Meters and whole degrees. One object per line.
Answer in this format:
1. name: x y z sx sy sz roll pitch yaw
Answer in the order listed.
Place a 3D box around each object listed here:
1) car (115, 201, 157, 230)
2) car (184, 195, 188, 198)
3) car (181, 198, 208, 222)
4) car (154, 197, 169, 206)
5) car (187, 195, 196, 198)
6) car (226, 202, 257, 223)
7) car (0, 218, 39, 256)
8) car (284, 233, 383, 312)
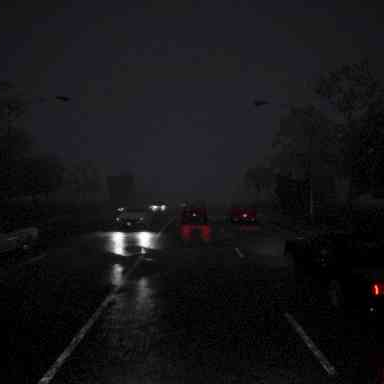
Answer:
1. car: -3.548 1.529 21.142 1.812 1.442 4.674 0 0 1
2. car: -0.318 1.362 62.729 2.097 1.767 4.553 0 0 11
3. car: 0.199 1.482 26.032 1.882 1.535 5.008 0 0 1
4. car: -5.101 1.569 54.753 1.994 1.385 4.181 0 0 8
5. car: 0.917 1.500 42.916 2.128 1.511 4.902 0 0 4
6. car: 3.692 1.483 25.509 1.882 1.535 5.008 0 0 1
7. car: -7.096 1.603 11.132 1.895 1.301 4.718 0 0 0
8. car: 3.599 1.602 7.620 1.895 1.301 4.718 0 0 0
